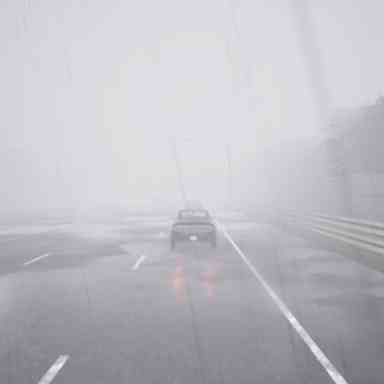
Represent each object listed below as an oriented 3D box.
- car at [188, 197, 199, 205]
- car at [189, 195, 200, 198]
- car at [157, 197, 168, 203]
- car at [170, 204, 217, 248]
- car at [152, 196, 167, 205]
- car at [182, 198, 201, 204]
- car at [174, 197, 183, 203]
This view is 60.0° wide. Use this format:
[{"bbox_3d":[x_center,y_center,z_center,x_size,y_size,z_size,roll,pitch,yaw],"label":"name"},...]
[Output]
[{"bbox_3d":[0.335,1.768,64.934,1.994,1.385,4.181,0,0,0],"label":"car"},{"bbox_3d":[0.306,1.716,59.229,2.033,1.411,5.357,0,0,0],"label":"car"},{"bbox_3d":[-6.570,1.758,74.152,1.895,1.301,4.718,0,0,2],"label":"car"},{"bbox_3d":[0.066,1.507,14.760,2.128,1.511,4.902,0,0,0],"label":"car"},{"bbox_3d":[-6.664,1.581,65.340,2.097,1.767,4.553,0,0,0],"label":"car"},{"bbox_3d":[0.184,1.685,36.566,1.895,1.301,4.718,0,0,0],"label":"car"},{"bbox_3d":[-3.070,1.757,74.122,2.033,1.411,5.357,0,0,2],"label":"car"}]
